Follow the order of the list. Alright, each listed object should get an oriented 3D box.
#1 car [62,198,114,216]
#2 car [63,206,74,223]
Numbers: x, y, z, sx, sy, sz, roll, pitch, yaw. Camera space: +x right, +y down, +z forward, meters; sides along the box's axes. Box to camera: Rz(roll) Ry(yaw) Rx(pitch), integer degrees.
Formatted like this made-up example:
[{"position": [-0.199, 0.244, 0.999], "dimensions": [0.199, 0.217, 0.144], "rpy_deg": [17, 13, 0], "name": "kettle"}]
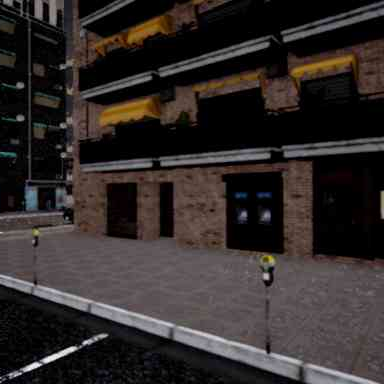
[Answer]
[{"position": [-10.148, 1.416, 32.797], "dimensions": [1.752, 1.417, 4.829], "rpy_deg": [0, 1, 36], "name": "car"}, {"position": [-6.990, 1.449, 23.738], "dimensions": [2.008, 1.369, 4.403], "rpy_deg": [0, 1, 36], "name": "car"}]
